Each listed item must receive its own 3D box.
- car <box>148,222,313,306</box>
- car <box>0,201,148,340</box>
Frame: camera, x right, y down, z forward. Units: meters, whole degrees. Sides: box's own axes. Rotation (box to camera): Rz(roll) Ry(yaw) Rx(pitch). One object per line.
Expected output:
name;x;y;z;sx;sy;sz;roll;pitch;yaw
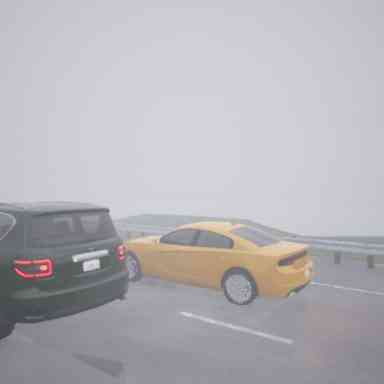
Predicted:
car;0.283;1.467;8.091;5.008;1.535;1.882;0;0;36
car;-3.718;1.206;6.647;5.566;2.045;2.150;0;0;36
